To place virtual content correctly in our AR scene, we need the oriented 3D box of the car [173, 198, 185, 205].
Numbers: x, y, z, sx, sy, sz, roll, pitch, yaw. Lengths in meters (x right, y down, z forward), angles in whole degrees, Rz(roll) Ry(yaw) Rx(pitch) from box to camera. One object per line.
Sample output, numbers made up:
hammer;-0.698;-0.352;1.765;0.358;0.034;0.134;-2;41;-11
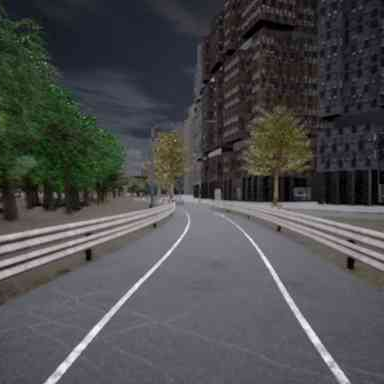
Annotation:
car;-2.825;1.900;65.382;2.033;1.411;5.357;0;0;-15
